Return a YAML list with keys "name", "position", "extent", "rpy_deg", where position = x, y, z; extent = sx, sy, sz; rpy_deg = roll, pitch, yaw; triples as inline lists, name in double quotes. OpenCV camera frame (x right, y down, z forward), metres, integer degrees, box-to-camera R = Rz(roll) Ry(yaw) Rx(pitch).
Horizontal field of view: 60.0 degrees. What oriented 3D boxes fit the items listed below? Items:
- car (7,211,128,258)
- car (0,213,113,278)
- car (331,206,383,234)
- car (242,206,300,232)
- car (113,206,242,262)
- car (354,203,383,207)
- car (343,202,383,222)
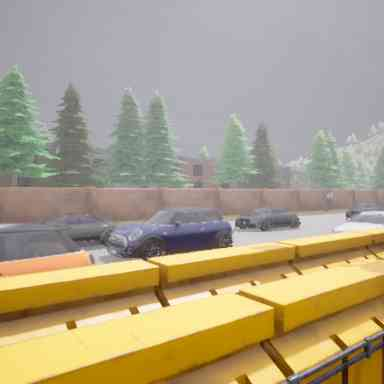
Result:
- name: "car"
  position: [-4.921, 1.564, 13.361]
  extent: [4.181, 1.385, 1.994]
  rpy_deg: [0, 0, -35]
- name: "car"
  position: [-3.928, 1.353, 5.473]
  extent: [4.553, 1.767, 2.097]
  rpy_deg: [0, 0, -36]
- name: "car"
  position: [7.622, 1.526, 13.682]
  extent: [4.674, 1.442, 1.812]
  rpy_deg: [0, 0, -35]
- name: "car"
  position: [4.627, 1.563, 20.134]
  extent: [4.181, 1.385, 1.994]
  rpy_deg: [0, 0, -35]
- name: "car"
  position: [-0.689, 1.353, 12.083]
  extent: [4.553, 1.767, 2.097]
  rpy_deg: [0, 0, -35]
- name: "car"
  position: [12.040, 1.564, 21.051]
  extent: [4.181, 1.385, 1.994]
  rpy_deg: [0, 0, -35]
- name: "car"
  position: [14.384, 1.564, 27.091]
  extent: [4.181, 1.385, 1.994]
  rpy_deg: [0, 0, -35]
